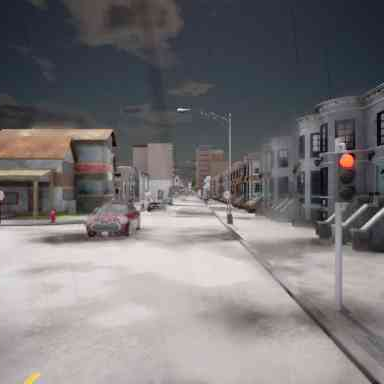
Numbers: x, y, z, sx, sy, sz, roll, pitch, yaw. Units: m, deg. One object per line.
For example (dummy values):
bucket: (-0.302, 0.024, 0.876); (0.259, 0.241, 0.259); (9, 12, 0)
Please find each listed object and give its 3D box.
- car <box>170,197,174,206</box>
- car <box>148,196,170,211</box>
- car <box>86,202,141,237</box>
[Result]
car: (-4.002, 1.502, 53.478); (1.837, 1.490, 4.892); (0, 1, 0)
car: (-4.042, 1.564, 39.550); (1.994, 1.385, 4.181); (0, 0, 0)
car: (-4.082, 1.352, 17.894); (2.097, 1.767, 4.553); (0, 0, 0)
